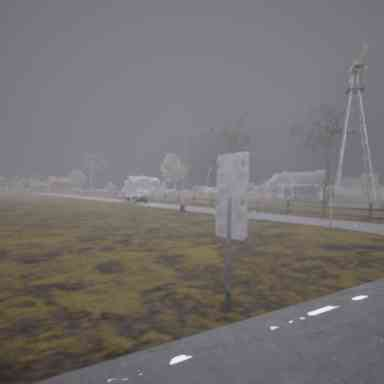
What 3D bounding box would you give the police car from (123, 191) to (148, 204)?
[{"bbox_3d":[-7.683,0.698,45.355,1.930,1.638,5.238,2,0,-35],"label":"police car"}]
